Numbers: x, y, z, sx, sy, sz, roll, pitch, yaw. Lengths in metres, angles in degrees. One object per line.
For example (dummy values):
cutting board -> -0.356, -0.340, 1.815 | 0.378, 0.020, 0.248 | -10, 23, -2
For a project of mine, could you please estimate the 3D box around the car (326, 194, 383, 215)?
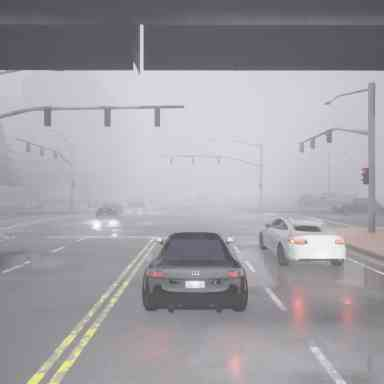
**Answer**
car -> 16.355, 1.352, 33.198 | 4.553, 1.767, 2.097 | 0, 0, 1

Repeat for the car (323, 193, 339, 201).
car -> 33.496, 1.153, 80.040 | 1.932, 1.855, 4.605 | 0, 0, 0

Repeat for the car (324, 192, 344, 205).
car -> 19.540, 1.156, 47.380 | 1.905, 1.878, 3.866 | 0, 0, 0

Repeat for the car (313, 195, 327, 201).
car -> 30.813, 1.364, 79.982 | 1.784, 1.438, 3.905 | 0, 0, 0

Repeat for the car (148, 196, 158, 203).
car -> -8.045, 1.525, 67.536 | 1.812, 1.442, 4.674 | 0, 0, 0

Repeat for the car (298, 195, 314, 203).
car -> 22.194, 1.395, 64.856 | 1.970, 1.475, 3.806 | 0, 0, 0

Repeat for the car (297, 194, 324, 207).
car -> 16.646, 1.153, 47.426 | 1.932, 1.855, 4.605 | 0, 0, 0

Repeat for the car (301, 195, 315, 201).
car -> 27.918, 1.395, 79.974 | 1.970, 1.475, 3.806 | 0, 0, 0

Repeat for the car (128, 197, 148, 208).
car -> -8.005, 1.477, 48.194 | 1.882, 1.535, 5.008 | 0, 0, 0

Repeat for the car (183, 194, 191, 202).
car -> -1.095, 1.593, 77.006 | 1.895, 1.301, 4.718 | 0, 0, 0

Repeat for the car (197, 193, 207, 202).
car -> 2.405, 1.223, 77.031 | 2.150, 2.045, 5.566 | 0, 0, 0

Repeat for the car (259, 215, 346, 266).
car -> 3.582, 1.526, 11.405 | 1.812, 1.442, 4.674 | 0, 0, 0

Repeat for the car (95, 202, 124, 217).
car -> -7.615, 1.601, 30.825 | 1.895, 1.301, 4.718 | 0, 0, -3

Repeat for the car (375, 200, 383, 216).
car -> 19.151, 1.601, 29.667 | 4.718, 1.301, 1.895 | 0, 0, 1

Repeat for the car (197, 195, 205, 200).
car -> 2.346, 1.378, 86.099 | 1.994, 1.385, 4.181 | 0, 0, 0

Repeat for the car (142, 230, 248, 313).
car -> 0.067, 1.564, 7.745 | 1.994, 1.385, 4.181 | 0, 0, 0

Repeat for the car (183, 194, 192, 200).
car -> -1.154, 1.351, 86.076 | 2.128, 1.511, 4.902 | 0, 0, 0
